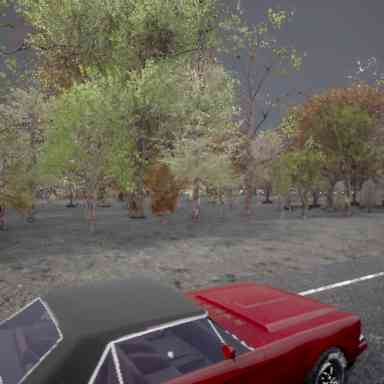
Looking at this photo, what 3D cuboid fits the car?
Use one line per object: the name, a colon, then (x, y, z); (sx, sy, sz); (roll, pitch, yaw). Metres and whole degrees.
car: (-0.364, 1.600, 3.304); (4.718, 1.301, 1.895); (0, 0, -33)
